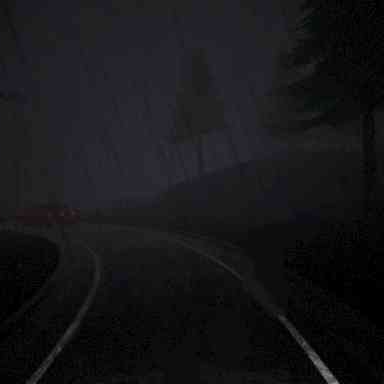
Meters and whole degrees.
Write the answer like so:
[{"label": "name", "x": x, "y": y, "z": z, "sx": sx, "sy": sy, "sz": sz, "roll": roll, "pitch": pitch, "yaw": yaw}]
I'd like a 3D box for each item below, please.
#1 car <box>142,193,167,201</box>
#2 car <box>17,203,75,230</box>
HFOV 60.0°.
[{"label": "car", "x": -8.356, "y": 1.055, "z": 70.359, "sx": 2.128, "sy": 1.511, "sz": 4.902, "roll": -2, "pitch": 1, "yaw": 42}, {"label": "car", "x": -10.129, "y": 1.534, "z": 22.881, "sx": 4.553, "sy": 1.767, "sz": 2.097, "roll": -2, "pitch": 1, "yaw": 38}]
